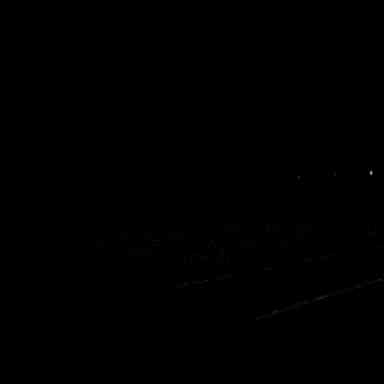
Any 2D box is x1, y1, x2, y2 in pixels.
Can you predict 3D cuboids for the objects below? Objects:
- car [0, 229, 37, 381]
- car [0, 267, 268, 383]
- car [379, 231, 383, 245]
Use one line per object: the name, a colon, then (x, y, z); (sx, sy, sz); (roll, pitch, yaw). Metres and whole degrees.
car: (-4.185, 1.441, 3.781); (4.097, 1.590, 1.967); (0, 0, -35)
car: (-1.674, 1.478, 2.184); (5.008, 1.535, 1.882); (0, 0, -35)
car: (9.422, 1.530, 13.491); (4.829, 1.417, 1.752); (0, -1, -34)
